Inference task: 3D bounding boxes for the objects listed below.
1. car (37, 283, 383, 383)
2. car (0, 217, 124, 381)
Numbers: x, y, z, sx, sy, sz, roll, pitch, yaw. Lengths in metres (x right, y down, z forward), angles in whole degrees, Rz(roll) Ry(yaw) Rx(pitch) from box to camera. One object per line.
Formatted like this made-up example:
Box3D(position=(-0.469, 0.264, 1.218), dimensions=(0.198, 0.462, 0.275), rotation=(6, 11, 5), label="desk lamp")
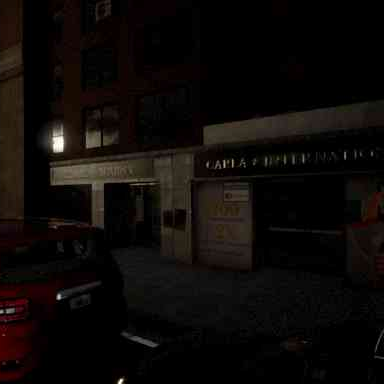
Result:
Box3D(position=(1.267, 1.551, 1.952), dimensions=(4.403, 1.369, 2.008), rotation=(0, -1, 35), label="car")
Box3D(position=(-3.197, 1.318, 5.133), dimensions=(5.009, 1.841, 2.192), rotation=(0, -1, 35), label="car")
